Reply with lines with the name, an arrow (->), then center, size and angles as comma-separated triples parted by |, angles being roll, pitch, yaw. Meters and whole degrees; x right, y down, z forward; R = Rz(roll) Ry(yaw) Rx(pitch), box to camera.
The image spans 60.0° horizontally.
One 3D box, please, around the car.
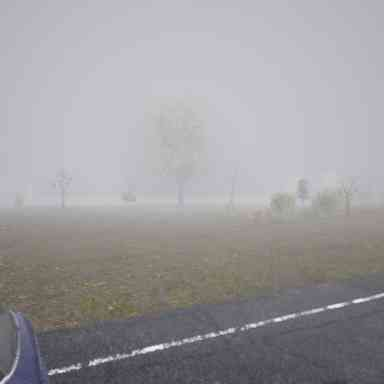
car -> -3.103, 1.401, 1.667 | 4.553, 1.767, 2.097 | 1, -1, -29
